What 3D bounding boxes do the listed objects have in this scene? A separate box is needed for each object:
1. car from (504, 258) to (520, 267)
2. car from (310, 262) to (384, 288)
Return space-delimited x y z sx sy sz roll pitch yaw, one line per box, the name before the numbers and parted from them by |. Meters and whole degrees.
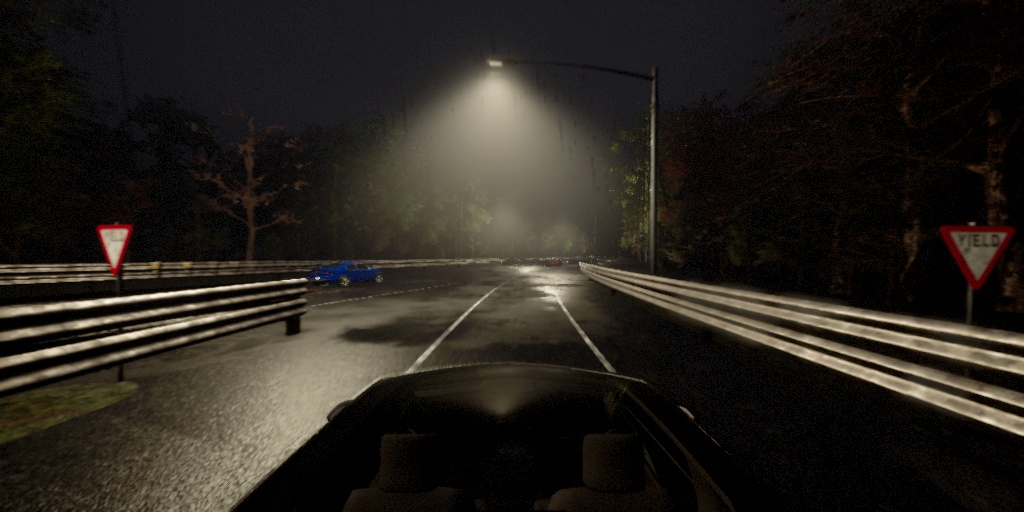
car | 0.027 1.135 63.711 1.837 1.490 4.892 1 0 19
car | -10.316 1.120 22.853 1.882 1.535 5.008 1 0 19
